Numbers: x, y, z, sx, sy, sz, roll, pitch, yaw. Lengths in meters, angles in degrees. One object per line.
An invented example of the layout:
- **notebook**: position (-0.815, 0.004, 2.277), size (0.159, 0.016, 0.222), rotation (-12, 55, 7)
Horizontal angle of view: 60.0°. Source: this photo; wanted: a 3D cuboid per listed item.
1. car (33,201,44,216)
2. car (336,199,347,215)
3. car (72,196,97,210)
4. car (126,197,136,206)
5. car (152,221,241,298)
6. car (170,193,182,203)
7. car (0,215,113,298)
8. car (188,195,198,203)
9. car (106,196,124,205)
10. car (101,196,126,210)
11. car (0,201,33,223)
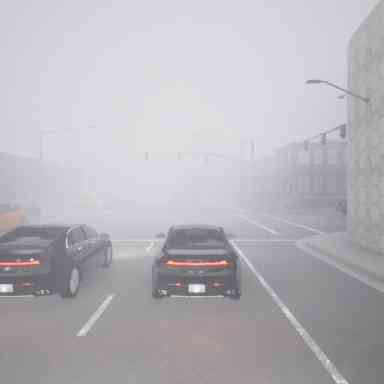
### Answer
- **car**: position (-14.019, 1.504, 27.669), size (1.837, 1.490, 4.892), rotation (0, 0, 0)
- **car**: position (14.904, 0.764, 27.510), size (5.566, 2.045, 2.150), rotation (-5, 0, 0)
- **car**: position (-13.969, 1.352, 43.490), size (2.097, 1.767, 4.553), rotation (0, 0, 0)
- **car**: position (-10.429, 1.547, 54.738), size (2.033, 1.411, 5.357), rotation (0, 0, 0)
- **car**: position (0.104, 1.505, 8.467), size (1.837, 1.490, 4.892), rotation (0, 0, 0)
- **car**: position (-3.294, 1.221, 68.245), size (2.150, 2.045, 5.566), rotation (0, 0, 0)
- **car**: position (-3.396, 1.505, 8.483), size (1.837, 1.490, 4.892), rotation (0, 0, 0)
- **car**: position (0.206, 1.352, 68.179), size (2.097, 1.767, 4.553), rotation (0, 0, 0)
- **car**: position (-13.885, 1.492, 60.031), size (2.128, 1.511, 4.902), rotation (0, 0, 1)
- **car**: position (-10.504, 1.547, 43.602), size (2.033, 1.411, 5.357), rotation (0, 0, -2)
- **car**: position (-10.549, 1.352, 17.297), size (2.097, 1.767, 4.553), rotation (0, 0, 0)
